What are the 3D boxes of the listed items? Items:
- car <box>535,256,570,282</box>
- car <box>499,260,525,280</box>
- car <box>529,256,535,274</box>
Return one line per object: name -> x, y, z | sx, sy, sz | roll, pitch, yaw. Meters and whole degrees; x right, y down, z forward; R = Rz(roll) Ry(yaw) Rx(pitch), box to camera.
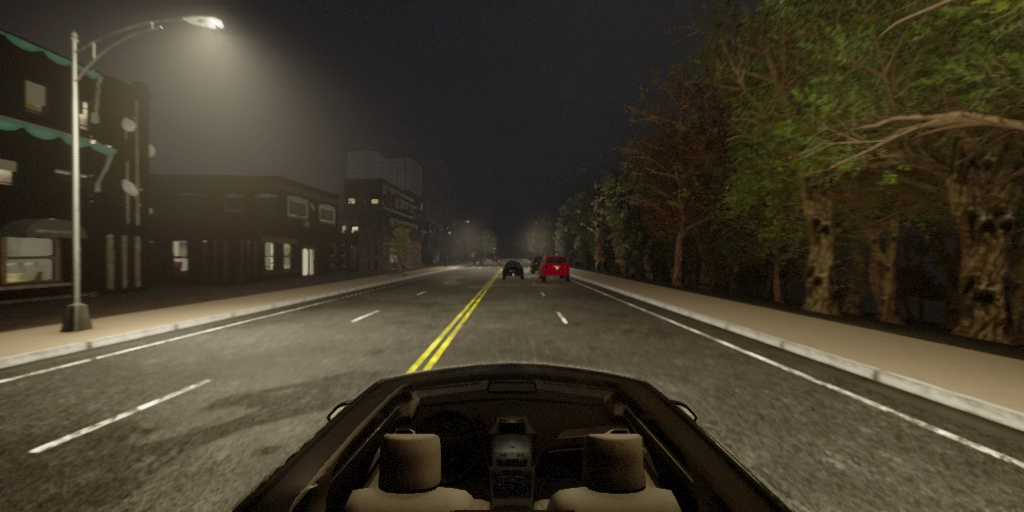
car -> 3.345, 0.978, 29.251 | 2.150, 2.045, 5.566 | 0, 0, 0
car -> 0.097, 1.262, 31.270 | 1.837, 1.490, 4.892 | 0, 0, 0
car -> 3.262, 0.982, 41.524 | 2.150, 2.045, 5.566 | 0, 0, 0
